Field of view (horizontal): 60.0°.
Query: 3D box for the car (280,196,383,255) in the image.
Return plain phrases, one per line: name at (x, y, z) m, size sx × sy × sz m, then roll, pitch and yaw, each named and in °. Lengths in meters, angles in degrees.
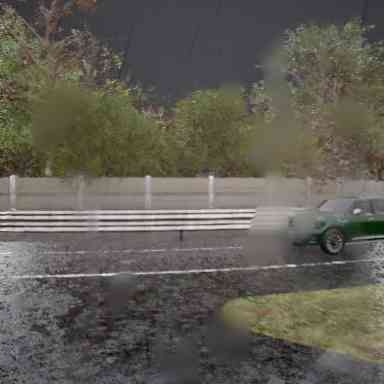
car at (6.243, 1.175, 13.112) m, size 5.566 × 2.045 × 2.150 m, roll 0°, pitch 0°, yaw -20°
